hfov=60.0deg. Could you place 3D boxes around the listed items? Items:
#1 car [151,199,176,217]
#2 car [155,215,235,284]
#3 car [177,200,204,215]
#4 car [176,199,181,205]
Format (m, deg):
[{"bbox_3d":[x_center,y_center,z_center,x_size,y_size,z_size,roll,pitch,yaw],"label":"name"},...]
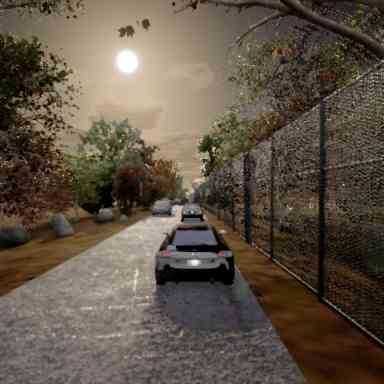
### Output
[{"bbox_3d":[-2.954,1.660,33.486,1.837,1.490,4.892,0,0,0],"label":"car"},{"bbox_3d":[0.065,1.603,9.676,1.994,1.385,4.181,0,0,0],"label":"car"},{"bbox_3d":[0.018,1.666,28.362,2.033,1.411,5.357,0,0,0],"label":"car"},{"bbox_3d":[-3.193,2.291,73.876,1.837,1.490,4.892,0,-2,-1],"label":"car"}]
